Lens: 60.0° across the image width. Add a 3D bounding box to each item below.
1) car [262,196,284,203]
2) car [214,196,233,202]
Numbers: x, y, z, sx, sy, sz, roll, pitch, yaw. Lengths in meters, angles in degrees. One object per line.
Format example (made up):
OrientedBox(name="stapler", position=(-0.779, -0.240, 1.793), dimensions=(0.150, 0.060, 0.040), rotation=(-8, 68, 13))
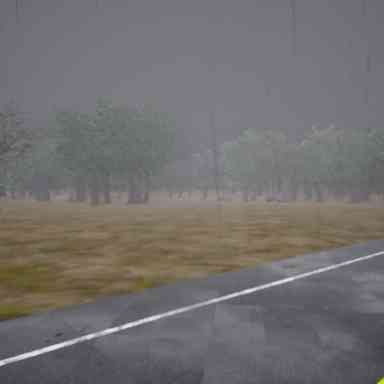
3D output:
OrientedBox(name="car", position=(17.089, 1.599, 70.550), dimensions=(1.837, 1.490, 4.892), rotation=(2, -2, -39))
OrientedBox(name="car", position=(7.676, 1.739, 82.232), dimensions=(2.033, 1.411, 5.357), rotation=(2, -2, -39))
